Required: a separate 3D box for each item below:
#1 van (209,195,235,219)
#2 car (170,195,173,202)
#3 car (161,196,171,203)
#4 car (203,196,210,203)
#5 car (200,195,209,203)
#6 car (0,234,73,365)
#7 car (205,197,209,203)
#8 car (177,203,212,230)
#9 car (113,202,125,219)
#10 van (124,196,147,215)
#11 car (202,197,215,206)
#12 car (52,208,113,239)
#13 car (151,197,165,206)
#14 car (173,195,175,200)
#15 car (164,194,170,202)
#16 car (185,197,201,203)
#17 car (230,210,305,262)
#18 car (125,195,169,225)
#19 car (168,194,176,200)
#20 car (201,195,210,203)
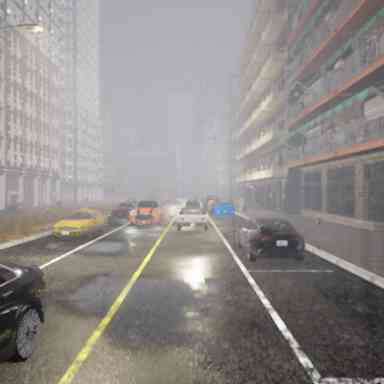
[{"bbox_3d":[2.682,1.331,28.571,1.690,1.788,3.998,0,0,0],"label":"van"},{"bbox_3d":[-5.700,1.312,67.265,2.192,1.841,5.009,0,0,0],"label":"car"},{"bbox_3d":[-5.699,1.583,72.793,1.802,1.307,4.206,0,0,0],"label":"car"},{"bbox_3d":[2.683,1.540,39.627,2.008,1.369,4.403,0,0,0],"label":"car"},{"bbox_3d":[2.681,1.441,72.793,1.967,1.590,4.097,0,0,0],"label":"car"},{"bbox_3d":[-3.090,1.490,3.086,2.128,1.511,4.902,0,0,0],"label":"car"},{"bbox_3d":[2.683,1.534,34.099,1.887,1.381,4.507,0,0,0],"label":"car"},{"bbox_3d":[0.057,1.592,21.232,1.895,1.301,4.718,0,0,0],"label":"car"},{"bbox_3d":[-5.697,1.534,28.572,1.887,1.381,4.507,0,0,0],"label":"car"},{"bbox_3d":[-5.698,1.330,34.100,1.690,1.788,3.998,0,0,0],"label":"van"},{"bbox_3d":[2.682,1.558,56.209,1.947,1.339,4.313,0,0,0],"label":"car"},{"bbox_3d":[-5.697,1.518,17.346,1.752,1.417,4.829,0,0,0],"label":"car"},{"bbox_3d":[-5.698,1.574,56.210,1.802,1.307,4.206,0,0,0],"label":"car"},{"bbox_3d":[-5.699,1.549,78.320,1.887,1.381,4.507,0,0,0],"label":"car"},{"bbox_3d":[-5.699,1.545,61.738,2.008,1.369,4.403,0,0,0],"label":"car"},{"bbox_3d":[0.097,1.480,45.566,2.128,1.511,4.902,0,0,0],"label":"car"},{"bbox_3d":[2.683,1.560,11.989,1.947,1.339,4.313,0,0,0],"label":"car"},{"bbox_3d":[-3.068,1.342,23.639,2.097,1.767,4.553,0,0,0],"label":"car"},{"bbox_3d":[-5.701,1.458,94.903,1.967,1.590,4.097,0,0,0],"label":"car"},{"bbox_3d":[2.680,1.304,45.155,2.192,1.841,5.009,0,0,0],"label":"car"}]
